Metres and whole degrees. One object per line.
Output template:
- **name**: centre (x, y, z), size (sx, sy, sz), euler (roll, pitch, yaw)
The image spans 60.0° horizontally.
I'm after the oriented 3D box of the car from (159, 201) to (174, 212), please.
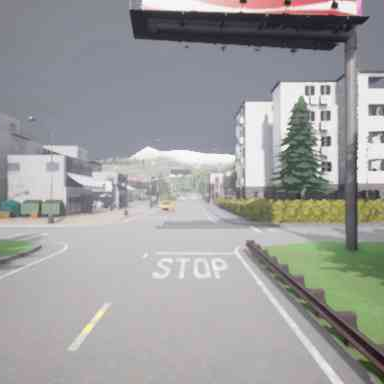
- **car**: centre (-3.498, 2.008, 46.155), size (1.882, 1.535, 5.008), euler (0, 1, 0)
